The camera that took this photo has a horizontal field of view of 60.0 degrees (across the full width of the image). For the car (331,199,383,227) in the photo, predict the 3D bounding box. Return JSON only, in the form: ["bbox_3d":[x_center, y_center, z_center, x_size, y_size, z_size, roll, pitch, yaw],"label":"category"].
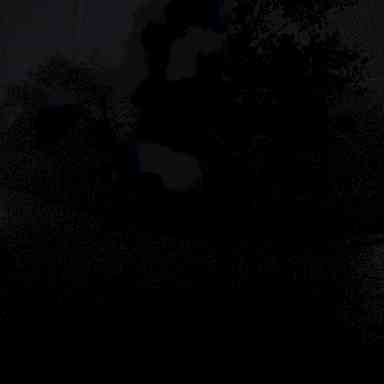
[{"bbox_3d":[12.934,1.518,23.722,5.566,2.045,2.435,-1,-1,31],"label":"car"}]
